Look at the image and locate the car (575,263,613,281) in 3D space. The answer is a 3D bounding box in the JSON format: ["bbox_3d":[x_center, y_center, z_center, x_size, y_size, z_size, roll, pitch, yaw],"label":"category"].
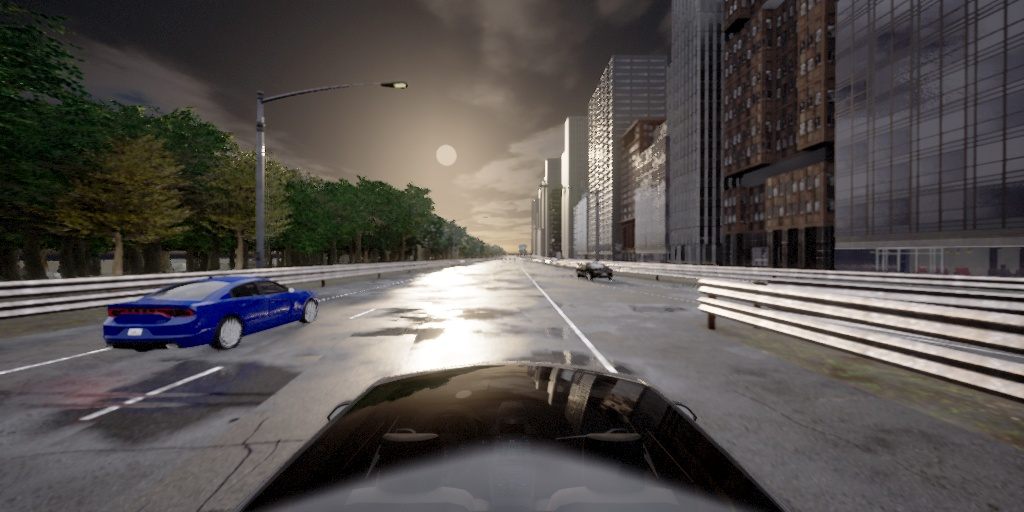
[{"bbox_3d":[7.042,1.326,31.339,1.882,1.535,5.008,0,0,-10],"label":"car"}]

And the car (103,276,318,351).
[{"bbox_3d":[-6.900,1.245,9.041,1.882,1.535,5.008,0,0,0],"label":"car"}]
